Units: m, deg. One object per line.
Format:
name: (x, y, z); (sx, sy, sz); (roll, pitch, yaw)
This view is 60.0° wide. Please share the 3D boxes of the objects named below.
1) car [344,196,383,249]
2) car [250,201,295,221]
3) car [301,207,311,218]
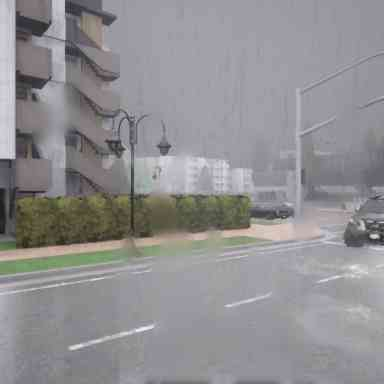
car: (8.385, 1.220, 13.958); (2.150, 2.045, 5.566); (2, 2, 42)
car: (5.736, 1.601, 27.240); (1.895, 1.301, 4.718); (0, 0, -37)
car: (8.266, 1.526, 29.677); (1.812, 1.442, 4.674); (0, 0, -38)
